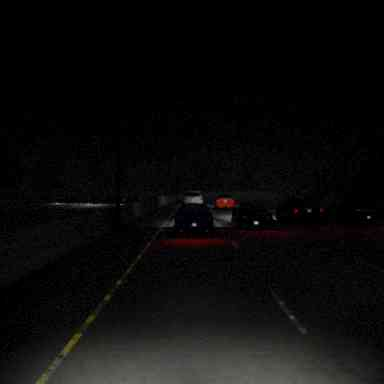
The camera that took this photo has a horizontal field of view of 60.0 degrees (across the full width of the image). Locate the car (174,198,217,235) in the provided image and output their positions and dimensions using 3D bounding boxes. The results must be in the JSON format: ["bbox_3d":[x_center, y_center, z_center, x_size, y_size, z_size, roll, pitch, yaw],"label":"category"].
[{"bbox_3d":[0.103,1.324,17.655,1.882,1.535,5.008,0,0,0],"label":"car"}]

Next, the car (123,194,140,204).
[{"bbox_3d":[-9.668,1.104,53.289,1.837,1.490,4.892,0,0,5],"label":"car"}]

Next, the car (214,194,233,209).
[{"bbox_3d":[3.702,1.018,38.581,2.097,1.767,4.553,0,0,1],"label":"car"}]

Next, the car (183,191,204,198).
[{"bbox_3d":[0.173,0.893,37.983,2.150,2.045,5.566,0,0,1],"label":"car"}]

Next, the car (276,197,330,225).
[{"bbox_3d":[7.103,1.159,22.237,2.097,1.767,4.553,0,0,0],"label":"car"}]

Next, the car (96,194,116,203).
[{"bbox_3d":[-13.154,1.066,53.604,2.128,1.511,4.902,0,0,5],"label":"car"}]

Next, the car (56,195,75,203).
[{"bbox_3d":[-20.126,1.135,54.234,2.033,1.411,5.357,0,0,5],"label":"car"}]

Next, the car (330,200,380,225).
[{"bbox_3d":[10.603,1.297,22.354,2.128,1.511,4.902,0,0,0],"label":"car"}]

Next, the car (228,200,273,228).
[{"bbox_3d":[3.603,1.420,20.862,1.895,1.301,4.718,0,0,0],"label":"car"}]

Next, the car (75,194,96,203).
[{"bbox_3d":[-16.640,1.103,53.919,1.812,1.442,4.674,0,0,5],"label":"car"}]
